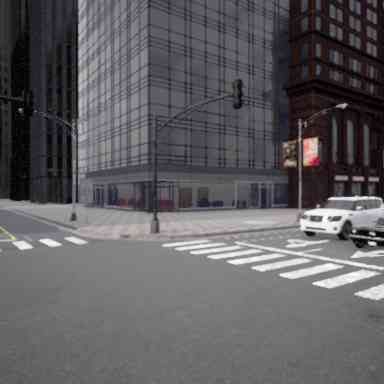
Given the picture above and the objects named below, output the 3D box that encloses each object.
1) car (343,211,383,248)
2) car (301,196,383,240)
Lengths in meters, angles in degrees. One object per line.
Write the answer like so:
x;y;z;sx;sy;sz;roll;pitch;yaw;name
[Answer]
8.574;1.634;13.795;4.718;1.301;1.895;0;0;-35;car
8.110;1.260;17.459;5.566;2.045;2.150;0;0;-36;car
